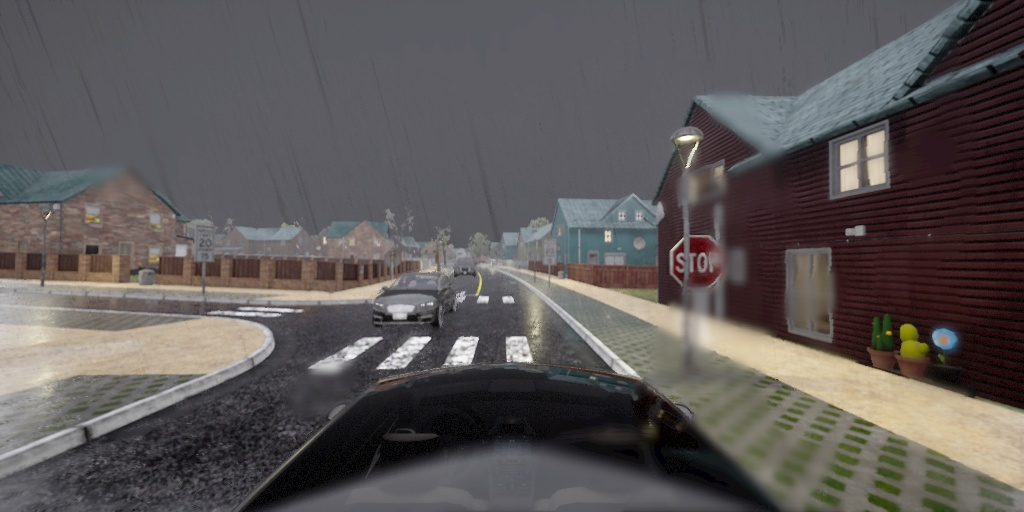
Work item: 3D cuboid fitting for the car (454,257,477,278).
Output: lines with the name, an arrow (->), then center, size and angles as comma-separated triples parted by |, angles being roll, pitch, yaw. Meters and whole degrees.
car -> -4.832, 1.191, 37.445 | 2.150, 2.045, 5.566 | 0, 2, -6

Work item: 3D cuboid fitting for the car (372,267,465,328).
car -> -2.942, 1.287, 11.626 | 2.128, 1.511, 4.902 | 0, 0, -2
